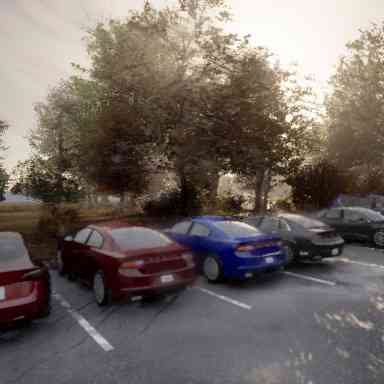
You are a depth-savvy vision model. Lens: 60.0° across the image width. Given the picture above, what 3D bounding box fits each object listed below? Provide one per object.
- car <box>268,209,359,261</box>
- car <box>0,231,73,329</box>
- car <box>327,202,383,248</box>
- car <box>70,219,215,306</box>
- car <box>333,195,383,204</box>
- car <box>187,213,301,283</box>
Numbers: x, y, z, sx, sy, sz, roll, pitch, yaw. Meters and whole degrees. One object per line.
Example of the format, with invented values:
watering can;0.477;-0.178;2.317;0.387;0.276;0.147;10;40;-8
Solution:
car;2.704;1.448;11.509;2.231;1.521;4.892;0;0;-36
car;-4.212;1.509;6.617;2.163;1.488;4.792;0;0;-35
car;7.293;1.423;14.800;2.231;1.521;4.892;0;0;-36
car;-1.893;1.468;8.229;2.097;1.535;5.008;0;0;-36
car;9.510;1.158;16.339;2.435;2.045;5.566;0;0;-36
car;0.406;1.457;9.869;2.097;1.535;5.008;0;0;-36
